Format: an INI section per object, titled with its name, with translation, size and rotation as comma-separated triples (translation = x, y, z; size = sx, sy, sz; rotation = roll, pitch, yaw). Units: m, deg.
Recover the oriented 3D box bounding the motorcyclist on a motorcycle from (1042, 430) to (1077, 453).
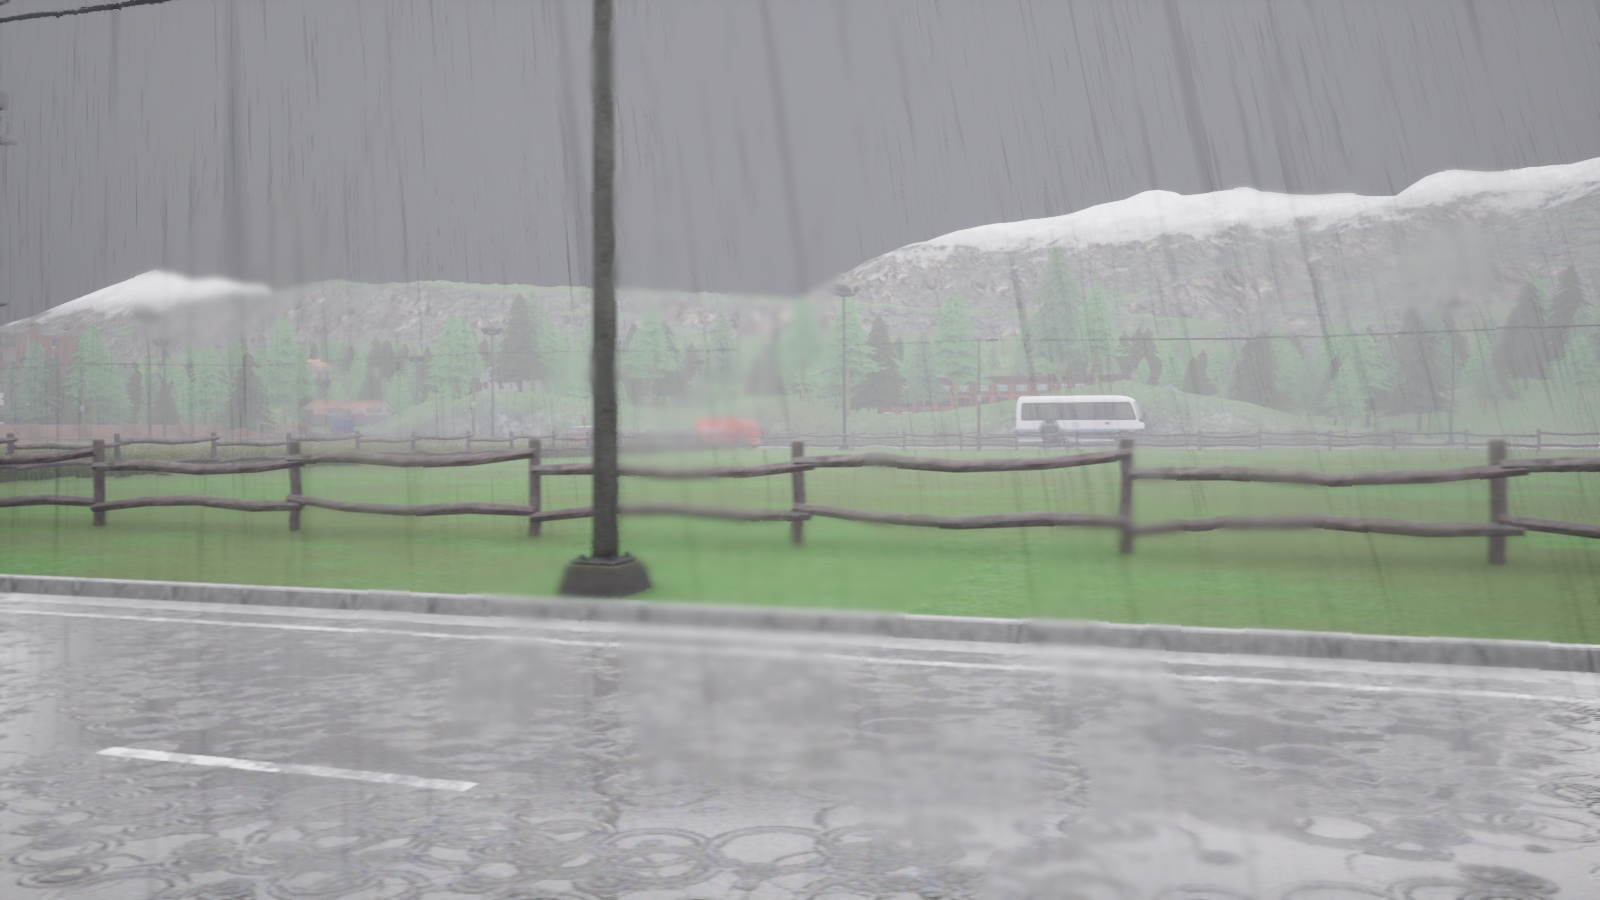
[motorcyclist on a motorcycle]
translation = 18.921, -0.618, 91.547
size = 2.350, 1.649, 0.766
rotation = 1, 1, 18
